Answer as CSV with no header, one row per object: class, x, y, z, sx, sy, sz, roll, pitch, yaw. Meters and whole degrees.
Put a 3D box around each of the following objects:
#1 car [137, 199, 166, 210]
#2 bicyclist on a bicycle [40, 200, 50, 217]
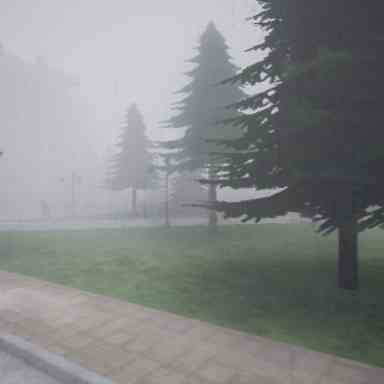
car,-6.110,1.849,50.013,2.128,1.511,4.902,-1,0,36
bicyclist on a bicycle,-14.276,1.617,32.208,1.656,1.620,0.582,-1,-1,36
